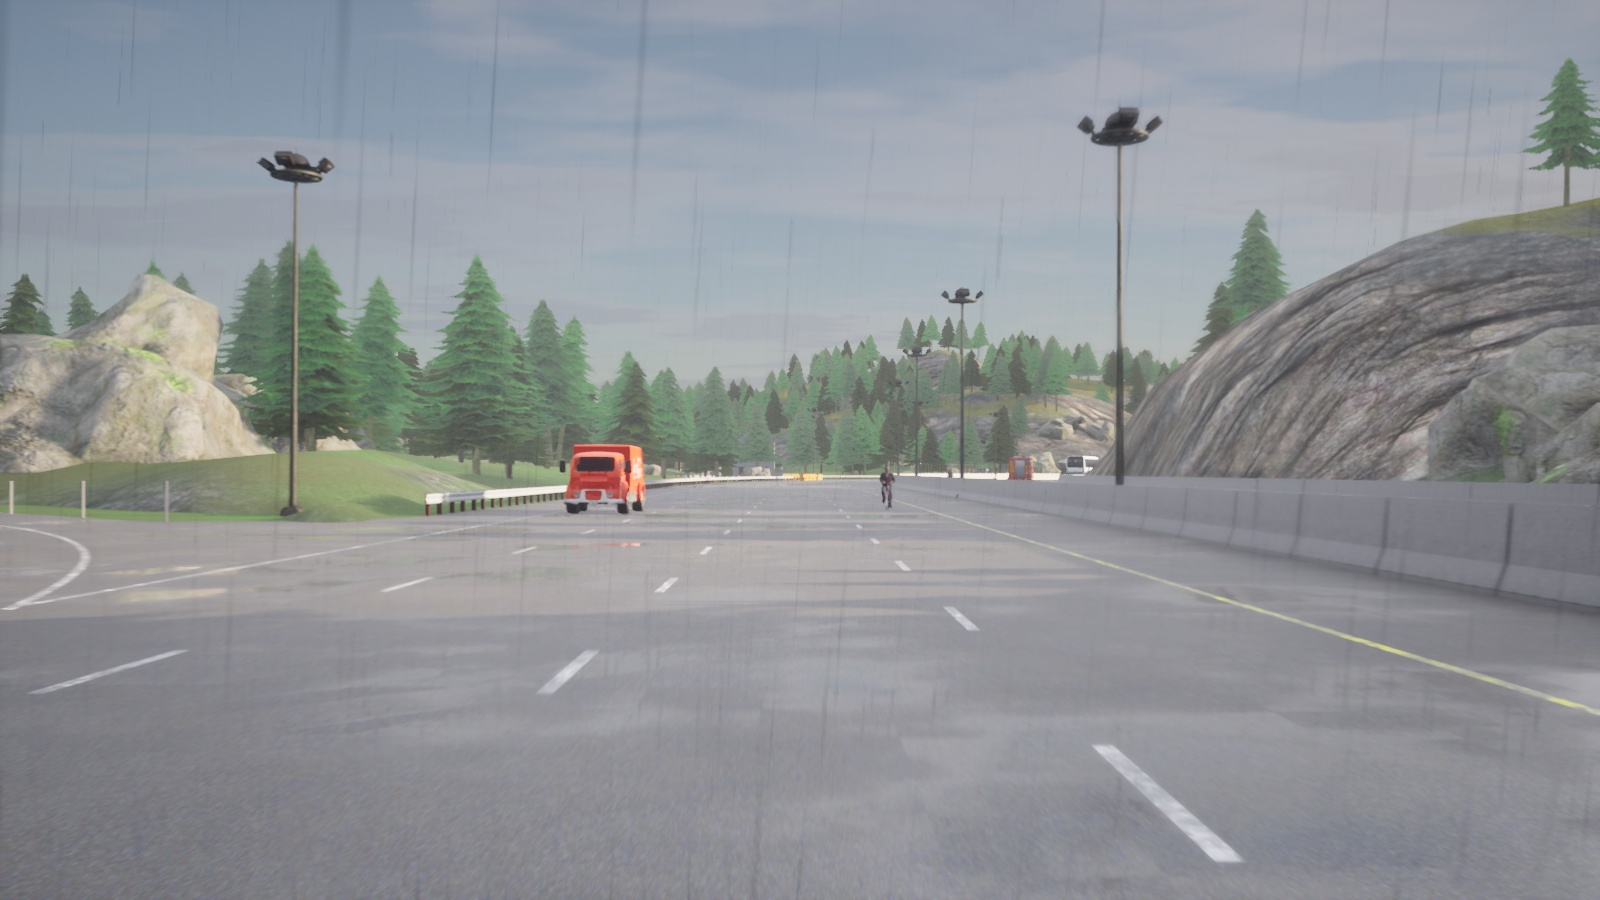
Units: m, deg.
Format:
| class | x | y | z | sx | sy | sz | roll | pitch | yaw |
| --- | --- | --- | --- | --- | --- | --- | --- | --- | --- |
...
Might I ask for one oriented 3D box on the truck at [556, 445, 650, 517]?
| class | x | y | z | sx | sy | sz | roll | pitch | yaw |
| --- | --- | --- | --- | --- | --- | --- | --- | --- | --- |
| truck | -7.113 | 1.109 | 45.925 | 2.627 | 2.467 | 5.204 | 0 | -1 | 0 |
